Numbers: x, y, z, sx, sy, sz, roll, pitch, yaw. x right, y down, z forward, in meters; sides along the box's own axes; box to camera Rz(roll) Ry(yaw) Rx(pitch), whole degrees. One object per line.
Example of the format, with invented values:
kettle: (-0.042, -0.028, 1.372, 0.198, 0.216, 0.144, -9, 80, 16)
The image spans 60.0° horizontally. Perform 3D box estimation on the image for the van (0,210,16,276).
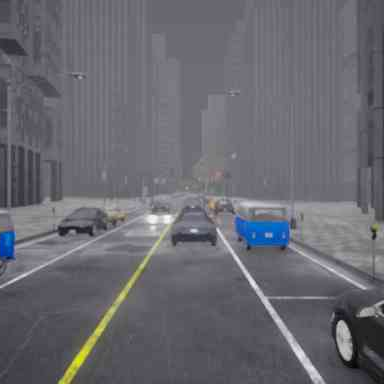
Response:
van: (-5.762, 1.332, 7.643, 1.690, 1.788, 3.998, 0, 0, 0)

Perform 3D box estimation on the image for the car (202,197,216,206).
car: (2.746, 1.502, 55.005, 2.008, 1.369, 4.403, 0, 0, 0)

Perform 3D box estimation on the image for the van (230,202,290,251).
van: (2.761, 1.325, 13.787, 1.690, 1.788, 3.998, 0, 0, 0)

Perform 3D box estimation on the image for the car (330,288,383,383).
car: (2.764, 1.547, 2.961, 2.008, 1.369, 4.403, 0, 0, 0)

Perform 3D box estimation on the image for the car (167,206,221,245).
car: (0.088, 1.546, 15.530, 1.994, 1.385, 4.181, 0, 0, 0)

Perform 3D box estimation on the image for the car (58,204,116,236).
car: (-5.766, 1.545, 18.221, 1.947, 1.339, 4.313, 0, 0, 0)

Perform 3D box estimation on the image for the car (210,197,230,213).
car: (3.138, 1.491, 33.300, 1.812, 1.442, 4.674, 0, 0, 0)

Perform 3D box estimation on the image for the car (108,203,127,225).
car: (-5.768, 1.500, 23.341, 1.752, 1.417, 4.829, 0, 0, 0)

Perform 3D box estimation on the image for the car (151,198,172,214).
car: (-3.109, 1.566, 34.587, 1.895, 1.301, 4.718, 0, 0, 0)

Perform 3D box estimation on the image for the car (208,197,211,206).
car: (3.127, 1.438, 40.299, 1.882, 1.535, 5.008, 0, 0, 0)

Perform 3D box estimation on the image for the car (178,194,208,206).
car: (0.083, 1.320, 30.702, 2.097, 1.767, 4.553, 0, 0, 0)
